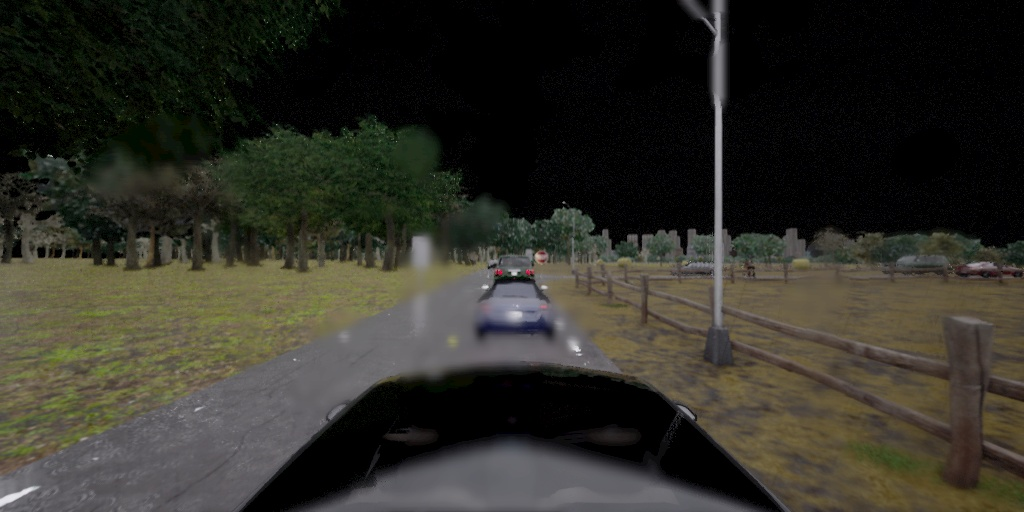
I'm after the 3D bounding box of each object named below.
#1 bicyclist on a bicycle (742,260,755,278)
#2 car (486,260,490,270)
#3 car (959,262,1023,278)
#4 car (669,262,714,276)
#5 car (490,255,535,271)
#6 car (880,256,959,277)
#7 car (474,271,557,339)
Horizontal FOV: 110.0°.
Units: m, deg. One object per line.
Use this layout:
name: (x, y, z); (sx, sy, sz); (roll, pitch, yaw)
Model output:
bicyclist on a bicycle: (19.941, 1.122, 30.255); (0.582, 1.620, 1.656); (0, 0, 0)
car: (-2.778, 1.286, 54.587); (1.837, 1.490, 4.892); (0, -1, 0)
car: (44.265, 1.282, 33.376); (4.674, 1.442, 1.812); (0, -2, 0)
car: (18.418, 1.321, 36.236); (4.674, 1.442, 1.812); (0, -2, 0)
car: (0.120, 0.950, 20.312); (2.150, 2.045, 5.566); (0, 0, 0)
car: (40.777, 1.051, 36.250); (5.566, 2.045, 2.150); (0, -2, 0)
car: (0.100, 1.299, 10.016); (1.994, 1.385, 4.181); (0, 0, 1)
